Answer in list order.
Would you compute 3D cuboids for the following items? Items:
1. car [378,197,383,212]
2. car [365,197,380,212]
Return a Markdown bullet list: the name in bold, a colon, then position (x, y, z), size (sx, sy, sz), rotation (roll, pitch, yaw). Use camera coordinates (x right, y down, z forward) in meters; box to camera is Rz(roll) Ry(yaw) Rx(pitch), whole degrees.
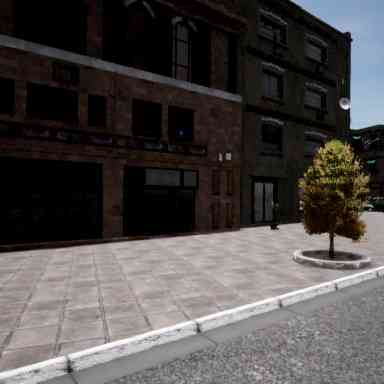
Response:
- **car**: position (21.718, 1.388, 36.760), size (2.097, 1.767, 4.553), rotation (1, 0, -18)
- **car**: position (18.691, 1.568, 38.151), size (1.947, 1.339, 4.313), rotation (1, -1, -18)
